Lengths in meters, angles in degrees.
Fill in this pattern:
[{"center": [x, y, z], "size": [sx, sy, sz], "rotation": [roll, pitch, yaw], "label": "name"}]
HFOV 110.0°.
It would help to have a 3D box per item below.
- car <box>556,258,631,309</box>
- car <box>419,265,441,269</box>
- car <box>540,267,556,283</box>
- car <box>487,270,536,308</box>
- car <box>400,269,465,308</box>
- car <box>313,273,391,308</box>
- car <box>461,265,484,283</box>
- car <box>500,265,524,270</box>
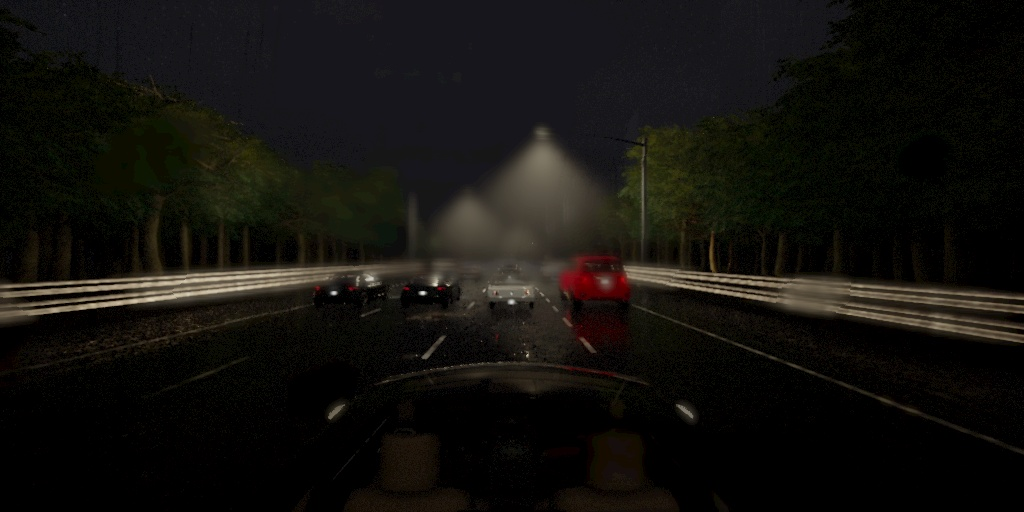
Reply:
[{"center": [3.487, 1.099, 15.882], "size": [2.150, 2.045, 5.566], "rotation": [0, 0, 0], "label": "car"}, {"center": [-7.023, 1.537, 31.132], "size": [1.837, 1.490, 4.892], "rotation": [0, 0, 0], "label": "car"}, {"center": [3.474, 1.628, 30.960], "size": [1.895, 1.301, 4.718], "rotation": [0, -1, 0], "label": "car"}, {"center": [-0.011, 1.484, 15.959], "size": [1.895, 1.301, 4.718], "rotation": [0, -1, 0], "label": "car"}, {"center": [-3.509, 1.449, 16.120], "size": [1.994, 1.385, 4.181], "rotation": [0, 0, 0], "label": "car"}, {"center": [-7.010, 1.449, 16.132], "size": [1.994, 1.385, 4.181], "rotation": [0, -1, 0], "label": "car"}, {"center": [-3.523, 1.522, 31.142], "size": [2.128, 1.511, 4.902], "rotation": [0, 0, 0], "label": "car"}, {"center": [-0.023, 1.537, 31.144], "size": [1.837, 1.490, 4.892], "rotation": [0, 0, 0], "label": "car"}]
